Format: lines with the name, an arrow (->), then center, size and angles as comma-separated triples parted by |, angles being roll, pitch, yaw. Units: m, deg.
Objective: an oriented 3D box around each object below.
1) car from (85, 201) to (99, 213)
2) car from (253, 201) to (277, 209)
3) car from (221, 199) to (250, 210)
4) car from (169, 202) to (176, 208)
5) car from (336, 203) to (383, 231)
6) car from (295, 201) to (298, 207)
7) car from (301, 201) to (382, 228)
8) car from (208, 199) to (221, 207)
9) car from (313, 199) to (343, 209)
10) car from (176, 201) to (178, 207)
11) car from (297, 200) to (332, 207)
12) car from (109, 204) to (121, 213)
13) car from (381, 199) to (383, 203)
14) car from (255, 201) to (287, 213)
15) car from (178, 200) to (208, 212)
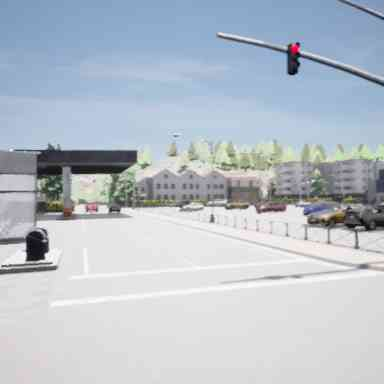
car -> -18.966, 2.822, 63.241 | 2.150, 2.045, 5.566 | 0, -1, -18
car -> 15.381, 2.648, 69.737 | 4.514, 1.523, 2.007 | 0, -1, -19
car -> 8.119, 2.318, 59.960 | 4.605, 1.855, 1.932 | 0, -1, -19
car -> -3.346, 3.025, 83.414 | 4.553, 1.767, 2.097 | 0, -1, -19
car -> 12.177, 1.684, 21.822 | 4.514, 1.523, 2.007 | 0, -1, -19
car -> 23.231, 2.467, 68.529 | 3.806, 1.475, 1.970 | 0, -1, -19
car -> 11.122, 1.751, 24.776 | 5.027, 1.636, 2.152 | 0, -1, -19
car -> 6.600, 2.854, 86.752 | 5.566, 2.045, 2.150 | 0, -1, -19
car -> 25.592, 2.231, 62.557 | 5.027, 1.636, 2.152 | 0, -1, -19
car -> -0.387, 2.407, 60.552 | 3.866, 1.878, 1.905 | 0, -1, -19
car -> 14.597, 1.998, 38.454 | 3.633, 1.501, 1.845 | 0, -1, -19
car -> -13.641, 2.932, 58.654 | 2.128, 1.511, 4.902 | 0, -1, -18
car -> 29.688, 1.844, 50.442 | 3.866, 1.878, 1.905 | 0, -1, -19
car -> 11.437, 2.219, 47.931 | 4.514, 1.523, 2.007 | 0, -1, -19
car -> 0.102, 2.613, 57.201 | 3.806, 1.475, 1.970 | 0, -1, -19
